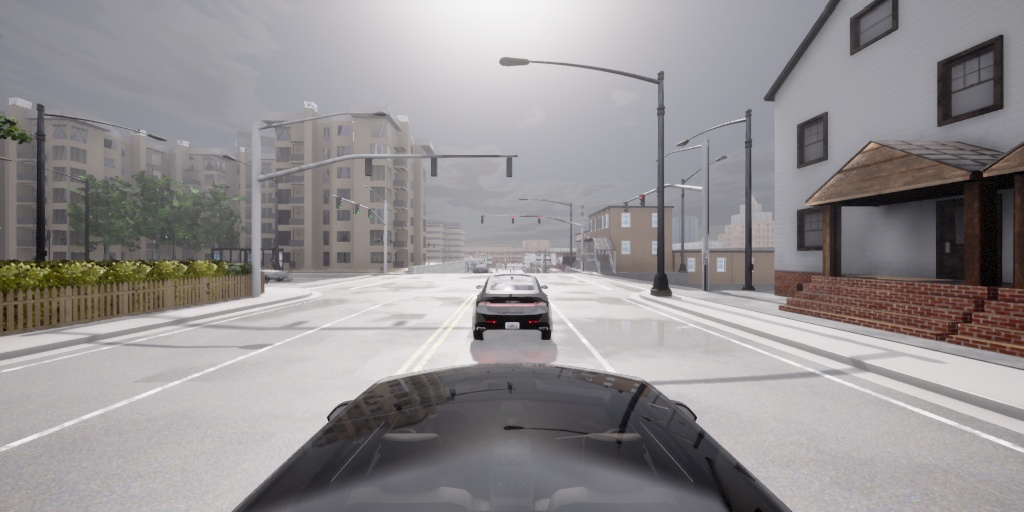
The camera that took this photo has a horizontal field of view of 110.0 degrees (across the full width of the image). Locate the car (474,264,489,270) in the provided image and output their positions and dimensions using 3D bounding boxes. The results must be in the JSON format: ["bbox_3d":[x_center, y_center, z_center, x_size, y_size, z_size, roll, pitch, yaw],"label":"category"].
[{"bbox_3d":[-3.981,1.774,47.319,1.812,1.442,4.674,0,-4,0],"label":"car"}]

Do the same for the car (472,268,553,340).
[{"bbox_3d":[0.002,1.242,9.927,2.128,1.511,4.902,0,0,0],"label":"car"}]

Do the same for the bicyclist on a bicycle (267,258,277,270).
[{"bbox_3d":[-25.605,1.053,38.225,0.582,1.620,1.656,0,0,0],"label":"bicyclist on a bicycle"}]

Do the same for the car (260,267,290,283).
[{"bbox_3d":[-19.687,1.351,27.208,4.718,1.301,1.895,0,0,0],"label":"car"}]
